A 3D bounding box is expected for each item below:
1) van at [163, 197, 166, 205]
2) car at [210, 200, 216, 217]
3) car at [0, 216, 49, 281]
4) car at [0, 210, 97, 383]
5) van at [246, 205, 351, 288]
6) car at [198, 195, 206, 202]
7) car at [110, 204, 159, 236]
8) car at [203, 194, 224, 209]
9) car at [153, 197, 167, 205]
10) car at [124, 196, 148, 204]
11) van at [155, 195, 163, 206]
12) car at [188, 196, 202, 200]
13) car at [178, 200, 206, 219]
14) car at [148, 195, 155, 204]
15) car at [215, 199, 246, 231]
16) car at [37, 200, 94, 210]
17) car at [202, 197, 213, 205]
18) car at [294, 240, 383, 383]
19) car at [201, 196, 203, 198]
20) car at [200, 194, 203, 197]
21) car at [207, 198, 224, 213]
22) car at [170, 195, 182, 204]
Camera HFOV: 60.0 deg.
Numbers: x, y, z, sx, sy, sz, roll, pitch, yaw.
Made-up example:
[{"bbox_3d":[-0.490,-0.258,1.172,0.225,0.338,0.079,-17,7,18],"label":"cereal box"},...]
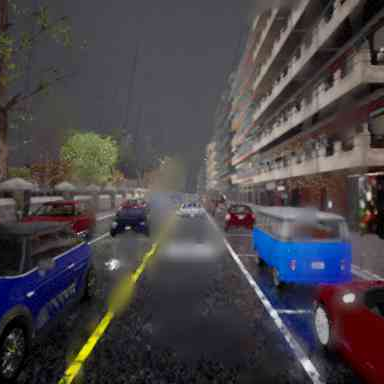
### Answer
[{"bbox_3d":[-5.687,1.349,54.003,1.690,1.788,3.998,0,0,0],"label":"van"},{"bbox_3d":[2.692,1.545,25.853,2.008,1.369,4.403,0,0,0],"label":"car"},{"bbox_3d":[-5.687,1.521,8.793,1.752,1.417,4.829,0,0,0],"label":"car"},{"bbox_3d":[-3.099,1.350,5.276,2.097,1.767,4.553,0,0,0],"label":"car"},{"bbox_3d":[2.693,1.336,8.962,1.690,1.788,3.998,0,0,0],"label":"van"},{"bbox_3d":[2.354,1.571,80.973,1.812,1.442,4.674,0,0,0],"label":"car"},{"bbox_3d":[-3.093,1.558,18.041,1.994,1.385,4.181,0,0,-1],"label":"car"},{"bbox_3d":[2.694,1.311,37.113,2.192,1.841,5.009,0,0,0],"label":"car"},{"bbox_3d":[-5.687,1.565,59.633,2.008,1.369,4.403,0,0,0],"label":"car"},{"bbox_3d":[-5.687,1.435,31.484,1.967,1.590,4.097,0,0,0],"label":"car"},{"bbox_3d":[-5.687,1.344,48.374,1.690,1.788,3.998,0,0,0],"label":"van"},{"bbox_3d":[0.065,1.600,43.987,1.895,1.301,4.718,0,0,0],"label":"car"},{"bbox_3d":[0.020,1.595,28.800,1.895,1.301,4.718,0,0,0],"label":"car"},{"bbox_3d":[-5.687,1.437,37.113,1.967,1.590,4.097,0,0,0],"label":"car"},{"bbox_3d":[2.693,1.434,20.223,1.967,1.590,4.097,0,0,0],"label":"car"},{"bbox_3d":[-5.687,1.310,14.593,2.192,1.841,5.009,0,0,0],"label":"car"},{"bbox_3d":[2.693,1.595,59.634,1.802,1.307,4.206,0,0,0],"label":"car"},{"bbox_3d":[2.692,1.543,3.332,1.887,1.381,4.507,0,0,0],"label":"car"},{"bbox_3d":[2.693,1.547,48.373,1.887,1.381,4.507,0,0,0],"label":"car"},{"bbox_3d":[2.693,1.447,54.003,1.967,1.590,4.097,0,0,0],"label":"car"},{"bbox_3d":[2.693,1.539,31.483,1.887,1.381,4.507,0,0,0],"label":"car"},{"bbox_3d":[-3.004,1.489,66.441,1.882,1.535,5.008,0,0,0],"label":"car"}]
